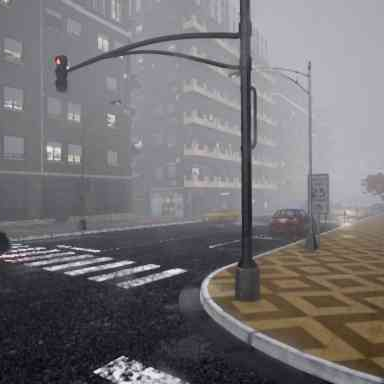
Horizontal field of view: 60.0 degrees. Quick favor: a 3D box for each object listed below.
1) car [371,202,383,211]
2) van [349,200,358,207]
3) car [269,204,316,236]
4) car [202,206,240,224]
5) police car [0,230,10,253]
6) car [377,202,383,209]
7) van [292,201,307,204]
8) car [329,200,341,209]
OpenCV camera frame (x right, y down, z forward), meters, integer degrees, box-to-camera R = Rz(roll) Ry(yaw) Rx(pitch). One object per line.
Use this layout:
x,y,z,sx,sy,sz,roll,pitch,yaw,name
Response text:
32.247,2.581,57.674,1.947,1.339,4.313,-2,-2,35,car
41.596,2.878,85.609,1.690,1.788,3.998,-2,-2,35,van
6.324,1.749,20.656,1.967,1.590,4.097,-2,-2,35,car
2.655,1.999,29.906,1.752,1.417,4.829,-2,-2,35,car
-8.221,1.513,9.708,2.038,1.542,4.974,0,-1,35,police car
38.727,2.743,66.930,2.008,1.369,4.403,-2,-2,35,car
15.711,2.170,48.562,1.690,1.788,3.998,-2,-2,35,van
28.672,2.498,67.074,2.192,1.841,5.009,-2,-2,35,car
